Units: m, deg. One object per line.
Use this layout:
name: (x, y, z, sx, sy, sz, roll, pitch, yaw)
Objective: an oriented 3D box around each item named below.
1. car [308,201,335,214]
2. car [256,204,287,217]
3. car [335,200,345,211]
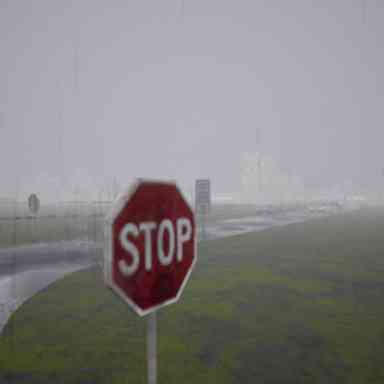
car: (16.397, 2.072, 42.435, 1.895, 1.301, 4.718, -1, -1, 35)
car: (8.721, 2.030, 36.392, 1.895, 1.301, 4.718, -1, -1, 35)
car: (21.906, 2.065, 50.512, 1.837, 1.490, 4.892, -1, -1, 35)
